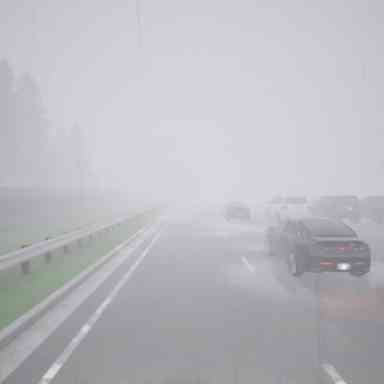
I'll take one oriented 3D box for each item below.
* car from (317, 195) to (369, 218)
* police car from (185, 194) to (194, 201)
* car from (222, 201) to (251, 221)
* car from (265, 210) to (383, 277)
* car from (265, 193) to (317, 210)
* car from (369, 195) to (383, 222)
[{"bbox_3d":[10.601,1.252,25.044,2.150,2.045,5.566,0,0,0],"label":"car"},{"bbox_3d":[-1.051,1.535,92.687,1.930,1.638,5.238,0,0,0],"label":"police car"},{"bbox_3d":[3.600,1.511,27.529,1.882,1.535,5.008,0,0,0],"label":"car"},{"bbox_3d":[3.601,1.518,10.310,1.837,1.490,4.892,0,0,0],"label":"car"},{"bbox_3d":[7.101,1.252,25.038,2.150,2.045,5.566,0,0,0],"label":"car"},{"bbox_3d":[14.100,1.252,25.038,2.150,2.045,5.566,0,0,0],"label":"car"}]
